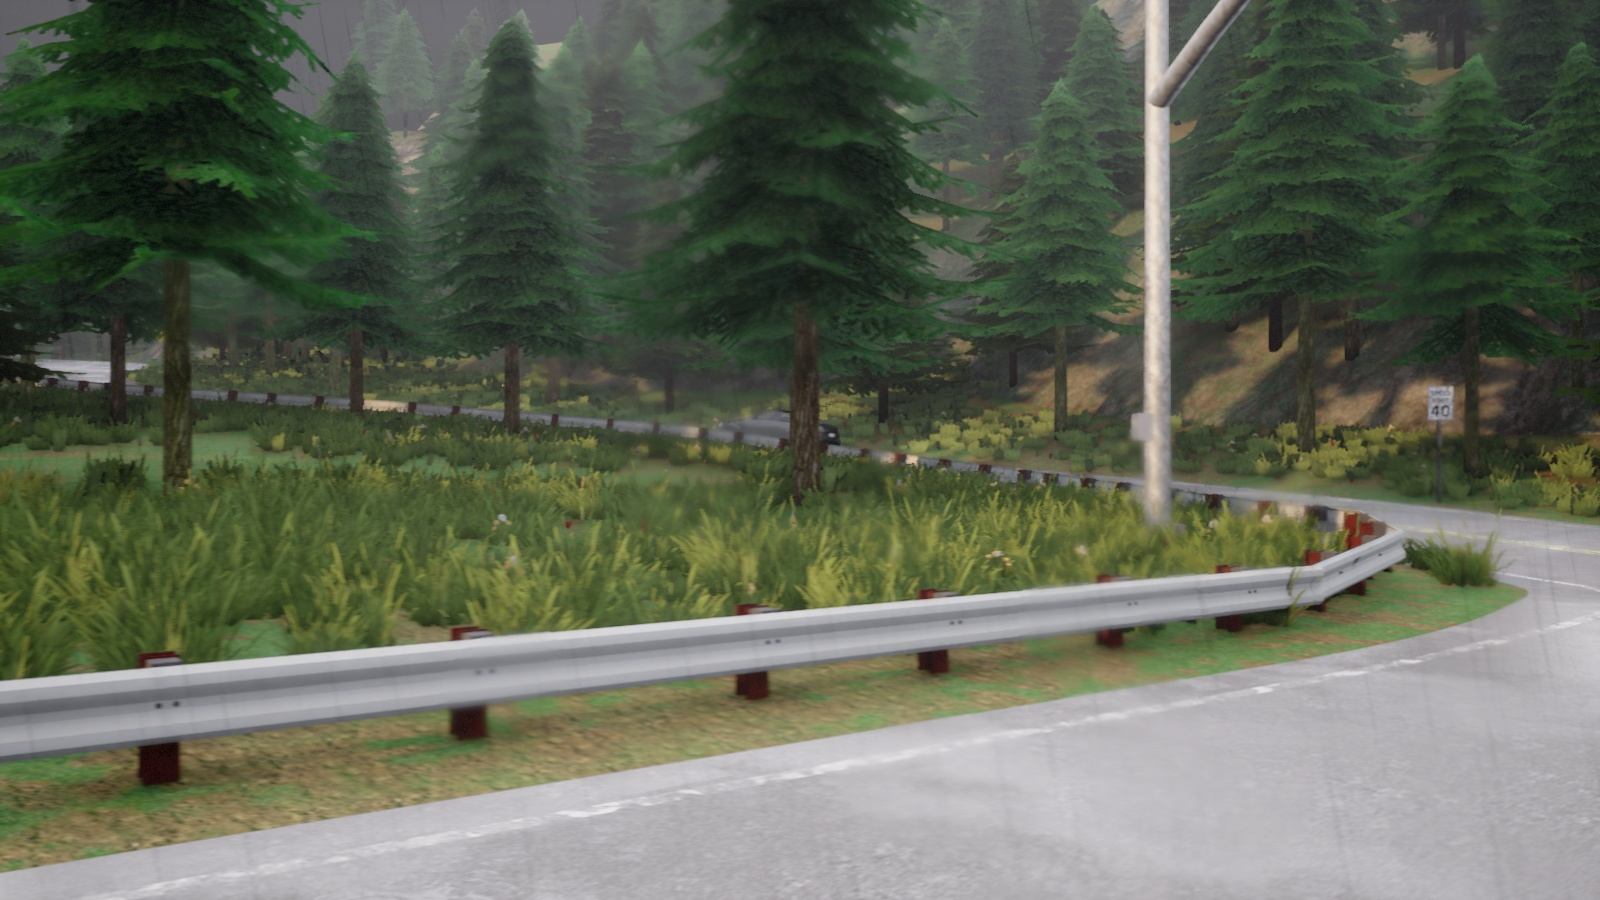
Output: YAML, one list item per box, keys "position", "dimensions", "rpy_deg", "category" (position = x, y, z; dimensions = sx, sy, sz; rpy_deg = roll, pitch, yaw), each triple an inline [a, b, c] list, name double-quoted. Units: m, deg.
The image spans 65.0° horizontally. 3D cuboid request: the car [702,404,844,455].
- position: [-0.911, -0.669, 41.509]
  dimensions: [4.181, 1.385, 1.994]
  rpy_deg: [5, 2, 28]
  category: "car"
